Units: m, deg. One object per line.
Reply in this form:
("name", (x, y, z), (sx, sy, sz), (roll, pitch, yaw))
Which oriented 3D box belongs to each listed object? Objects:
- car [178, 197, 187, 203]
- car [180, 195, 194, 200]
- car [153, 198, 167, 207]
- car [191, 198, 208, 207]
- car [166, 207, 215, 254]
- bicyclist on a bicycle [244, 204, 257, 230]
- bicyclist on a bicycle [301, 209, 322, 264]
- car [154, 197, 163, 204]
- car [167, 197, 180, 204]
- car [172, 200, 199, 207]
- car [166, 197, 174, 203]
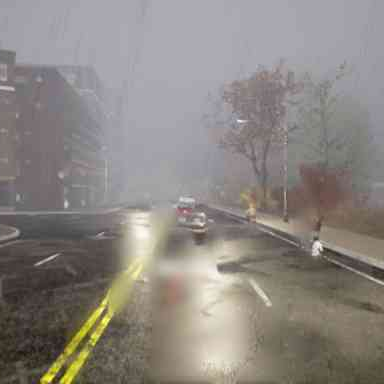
("car", (-2.543, 2.129, 88.328), (1.812, 1.442, 4.674), (0, 0, -7))
("car", (-0.702, 1.730, 72.766), (2.150, 2.045, 5.566), (0, 0, -6))
("car", (-6.175, 2.003, 61.665), (1.994, 1.385, 4.181), (0, 0, -5))
("car", (1.299, 1.968, 51.848), (1.895, 1.301, 4.718), (0, 0, -4))
("car", (-0.091, 1.595, 14.082), (2.128, 1.511, 4.902), (0, 0, -1))
("bicyclist on a bicycle", (3.793, 1.590, 21.285), (0.866, 1.612, 1.509), (0, 0, -2))
("bicyclist on a bicycle", (4.013, 1.452, 11.254), (0.659, 1.776, 1.843), (0, 0, -1))
("car", (-7.791, 2.066, 77.734), (2.128, 1.511, 4.902), (0, 0, -6))
("car", (-4.567, 2.136, 78.128), (1.895, 1.301, 4.718), (0, 0, -7))
("car", (-0.724, 1.797, 32.032), (1.994, 1.385, 4.181), (0, 0, -3))
("car", (-5.784, 1.987, 88.069), (1.882, 1.535, 5.008), (0, 0, -7))
